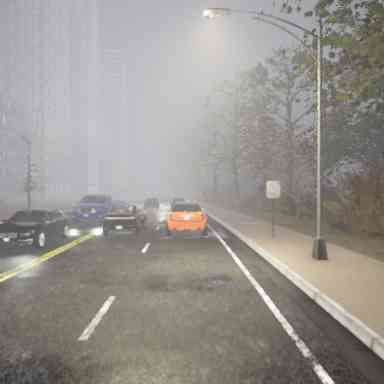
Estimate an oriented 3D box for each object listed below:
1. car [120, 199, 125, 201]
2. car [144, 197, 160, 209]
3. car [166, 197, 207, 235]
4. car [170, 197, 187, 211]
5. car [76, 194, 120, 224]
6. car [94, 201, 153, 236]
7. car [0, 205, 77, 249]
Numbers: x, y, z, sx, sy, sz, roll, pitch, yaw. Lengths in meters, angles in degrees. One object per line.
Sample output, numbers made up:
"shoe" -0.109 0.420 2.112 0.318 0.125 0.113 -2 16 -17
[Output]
"car" -7.860 1.493 35.358 2.033 1.411 5.357 0 0 -4
"car" -5.218 1.406 43.472 1.882 1.535 5.008 0 0 -5
"car" -0.336 1.323 18.699 2.097 1.767 4.553 0 0 -2
"car" -1.705 1.409 40.836 1.882 1.535 5.008 0 0 -5
"car" -7.195 1.185 24.917 2.150 2.045 5.566 0 0 -3
"car" -3.566 1.465 18.257 2.128 1.511 4.902 0 0 -2
"car" -6.862 1.487 14.558 1.837 1.490 4.892 0 0 -2
